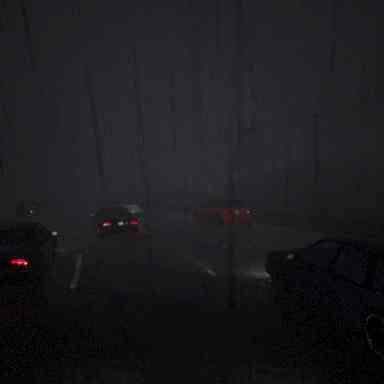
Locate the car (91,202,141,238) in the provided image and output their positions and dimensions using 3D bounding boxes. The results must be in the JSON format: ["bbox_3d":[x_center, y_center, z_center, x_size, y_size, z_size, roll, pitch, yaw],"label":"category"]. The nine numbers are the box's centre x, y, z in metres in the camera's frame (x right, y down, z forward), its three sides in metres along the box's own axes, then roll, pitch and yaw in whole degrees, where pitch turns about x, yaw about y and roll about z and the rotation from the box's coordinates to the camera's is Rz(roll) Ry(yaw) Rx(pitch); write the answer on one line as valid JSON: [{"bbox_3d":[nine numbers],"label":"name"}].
[{"bbox_3d":[-4.114,1.469,17.313,2.033,1.411,5.357,-1,0,-21],"label":"car"}]

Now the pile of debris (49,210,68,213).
[{"bbox_3d":[-14.405,2.066,35.902,1.500,0.140,1.860,-1,0,-36],"label":"pile of debris"}]

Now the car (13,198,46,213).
[{"bbox_3d":[-15.147,1.436,30.649,1.837,1.490,4.892,0,0,-33],"label":"car"}]

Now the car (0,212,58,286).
[{"bbox_3d":[-4.927,1.530,9.205,2.033,1.411,5.357,-1,0,-17],"label":"car"}]

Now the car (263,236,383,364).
[{"bbox_3d":[3.040,1.483,5.733,2.033,1.411,5.357,-1,0,-10],"label":"car"}]

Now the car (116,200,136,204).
[{"bbox_3d":[-5.870,1.387,28.886,1.812,1.442,4.674,-1,0,-29],"label":"car"}]

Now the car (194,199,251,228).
[{"bbox_3d":[1.786,1.198,21.010,2.097,1.767,4.553,-1,0,-22],"label":"car"}]

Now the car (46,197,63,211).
[{"bbox_3d":[-16.579,1.369,38.653,1.882,1.535,5.008,-1,1,-37],"label":"car"}]
